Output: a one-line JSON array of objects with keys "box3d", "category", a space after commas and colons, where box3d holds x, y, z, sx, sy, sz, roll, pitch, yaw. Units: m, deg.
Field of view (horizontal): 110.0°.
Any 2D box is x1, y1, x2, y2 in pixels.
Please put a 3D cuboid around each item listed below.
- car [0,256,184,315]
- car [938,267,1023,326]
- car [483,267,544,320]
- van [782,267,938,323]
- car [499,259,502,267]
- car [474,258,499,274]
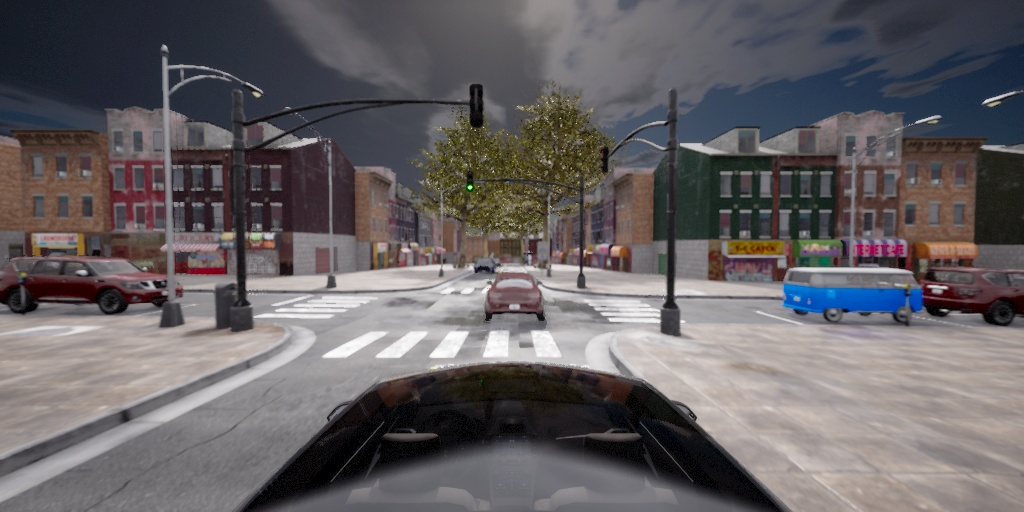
[{"box3d": [-14.595, 0.941, 12.531, 5.009, 1.841, 2.192, 0, 0, 0], "category": "car"}, {"box3d": [17.169, 1.344, 12.498, 5.009, 1.841, 2.192, 0, 0, 0], "category": "car"}, {"box3d": [0.084, 1.288, 12.511, 1.812, 1.442, 4.674, 0, 0, 0], "category": "car"}, {"box3d": [11.764, 1.299, 12.504, 3.998, 1.789, 1.690, 0, 0, 0], "category": "van"}, {"box3d": [-2.740, 1.154, 60.620, 1.837, 1.490, 4.892, 0, -1, 0], "category": "car"}, {"box3d": [-2.827, 0.956, 37.935, 2.097, 1.767, 4.553, 0, 0, 0], "category": "car"}]
